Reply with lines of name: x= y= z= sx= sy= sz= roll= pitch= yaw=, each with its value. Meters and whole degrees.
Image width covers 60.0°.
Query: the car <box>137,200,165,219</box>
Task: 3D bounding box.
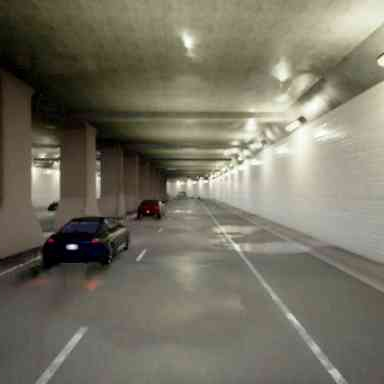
car: x=-3.412 y=1.374 z=28.285 sx=1.882 sy=1.535 sz=5.008 roll=0 pitch=0 yaw=0

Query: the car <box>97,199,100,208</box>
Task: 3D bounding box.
car: x=-10.606 y=1.435 z=35.201 sx=1.994 sy=1.385 sz=4.181 roll=0 pitch=0 yaw=0

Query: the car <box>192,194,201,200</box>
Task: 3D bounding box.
car: x=1.083 y=1.215 z=85.596 sx=1.812 sy=1.442 sz=4.674 roll=0 pitch=0 yaw=-3

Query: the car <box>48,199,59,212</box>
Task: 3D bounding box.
car: x=-14.105 y=1.430 z=36.403 sx=1.994 sy=1.385 sz=4.181 roll=0 pitch=0 yaw=0

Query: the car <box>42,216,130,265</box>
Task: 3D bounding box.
car: x=-3.405 y=1.522 z=11.450 sx=1.994 sy=1.385 sz=4.181 roll=0 pitch=0 yaw=0
